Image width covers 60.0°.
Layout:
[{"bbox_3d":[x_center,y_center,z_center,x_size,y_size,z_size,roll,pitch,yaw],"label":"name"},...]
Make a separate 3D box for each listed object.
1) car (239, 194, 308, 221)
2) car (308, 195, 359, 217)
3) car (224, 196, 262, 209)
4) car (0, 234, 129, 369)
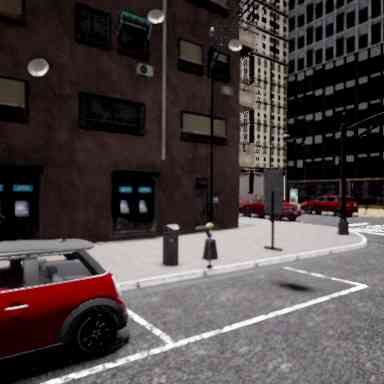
[{"bbox_3d":[5.804,1.132,25.326,2.192,1.841,5.009,2,0,-36],"label":"car"},{"bbox_3d":[12.535,1.205,30.315,2.192,1.841,5.009,2,0,-36],"label":"car"},{"bbox_3d":[5.989,1.247,39.277,1.947,1.339,4.313,2,0,-36],"label":"car"},{"bbox_3d":[-3.029,1.440,4.395,4.097,1.590,1.967,0,0,-36],"label":"car"}]
